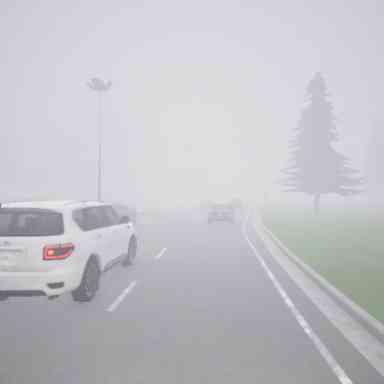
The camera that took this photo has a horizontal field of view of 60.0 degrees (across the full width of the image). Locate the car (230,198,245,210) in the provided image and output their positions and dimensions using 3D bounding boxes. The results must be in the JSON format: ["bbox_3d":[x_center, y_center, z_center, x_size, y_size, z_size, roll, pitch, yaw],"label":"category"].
[{"bbox_3d":[5.609,1.538,42.450,1.837,1.490,4.892,0,0,11],"label":"car"}]

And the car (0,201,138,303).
[{"bbox_3d":[-2.980,1.219,8.385,2.150,2.045,5.566,0,0,4],"label":"car"}]

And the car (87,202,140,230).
[{"bbox_3d":[-5.088,1.504,22.396,1.837,1.490,4.892,0,0,8],"label":"car"}]

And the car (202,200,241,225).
[{"bbox_3d":[2.282,1.565,24.628,2.033,1.411,5.357,0,0,10],"label":"car"}]

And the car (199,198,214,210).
[{"bbox_3d":[2.103,1.504,42.748,1.882,1.535,5.008,0,0,11],"label":"car"}]
